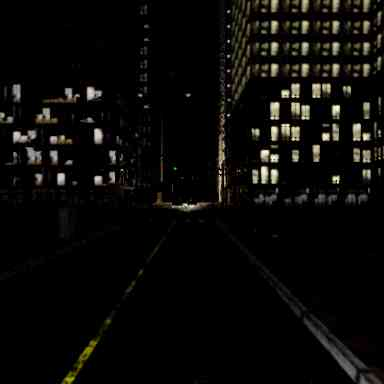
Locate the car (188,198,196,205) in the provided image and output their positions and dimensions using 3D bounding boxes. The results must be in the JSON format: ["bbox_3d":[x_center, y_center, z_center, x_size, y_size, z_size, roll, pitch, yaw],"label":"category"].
[{"bbox_3d":[0.020,2.404,79.766,2.033,1.411,5.357,0,-1,0],"label":"car"}]

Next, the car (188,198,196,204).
[{"bbox_3d":[0.023,2.500,90.183,2.128,1.511,4.902,0,-1,0],"label":"car"}]

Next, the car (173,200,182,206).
[{"bbox_3d":[-2.983,2.295,70.251,2.033,1.411,5.357,0,-1,0],"label":"car"}]
